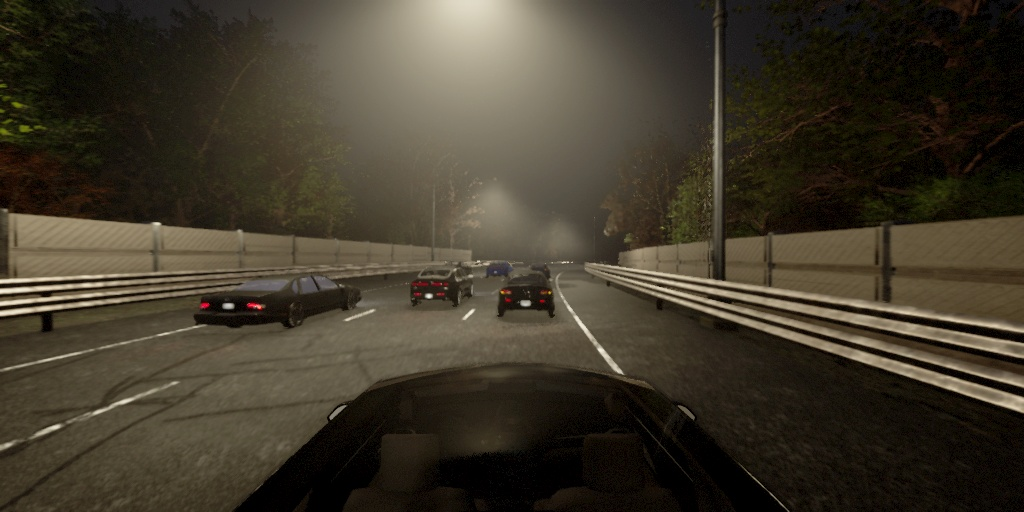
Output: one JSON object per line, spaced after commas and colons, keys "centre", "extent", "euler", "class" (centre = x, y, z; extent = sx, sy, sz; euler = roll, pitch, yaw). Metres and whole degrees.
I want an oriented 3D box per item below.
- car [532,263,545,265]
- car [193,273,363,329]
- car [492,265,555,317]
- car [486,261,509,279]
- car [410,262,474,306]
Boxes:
{"centre": [2.420, 1.340, 32.344], "extent": [1.994, 1.385, 4.181], "euler": [0, 0, 7], "class": "car"}
{"centre": [-6.608, 1.229, 10.998], "extent": [2.033, 1.411, 5.357], "euler": [0, 0, 3], "class": "car"}
{"centre": [0.524, 1.226, 12.910], "extent": [1.812, 1.442, 4.674], "euler": [0, 0, 3], "class": "car"}
{"centre": [-1.059, 1.236, 32.764], "extent": [1.882, 1.535, 5.008], "euler": [0, 0, 8], "class": "car"}
{"centre": [-2.830, 1.190, 15.299], "extent": [1.837, 1.490, 4.892], "euler": [0, 0, 4], "class": "car"}
